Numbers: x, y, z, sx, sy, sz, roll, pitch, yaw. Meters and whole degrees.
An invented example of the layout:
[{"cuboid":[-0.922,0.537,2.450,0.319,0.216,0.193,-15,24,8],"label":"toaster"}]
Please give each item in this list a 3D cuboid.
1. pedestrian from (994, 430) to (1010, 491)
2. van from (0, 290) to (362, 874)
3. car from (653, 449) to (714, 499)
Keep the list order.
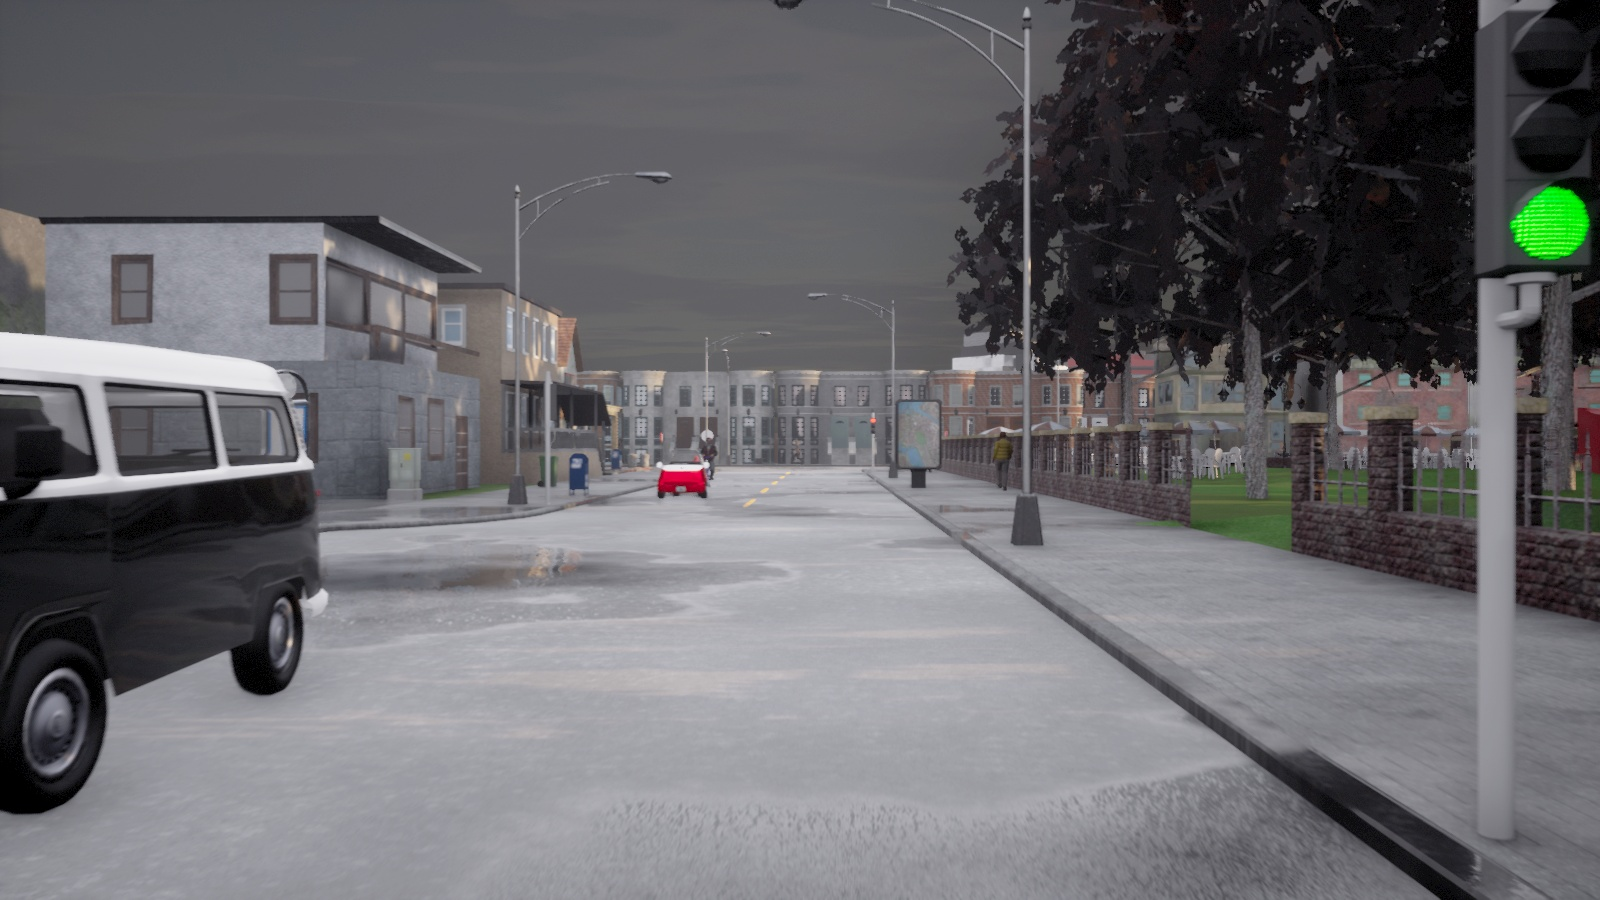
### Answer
[{"cuboid":[6.121,0.309,38.061,0.370,1.835,0.726,0,0,1],"label":"pedestrian"},{"cuboid":[-3.901,0.438,6.192,2.069,2.038,4.480,0,1,-2],"label":"van"},{"cuboid":[-3.282,0.655,35.739,1.481,1.376,2.207,0,0,1],"label":"car"}]
